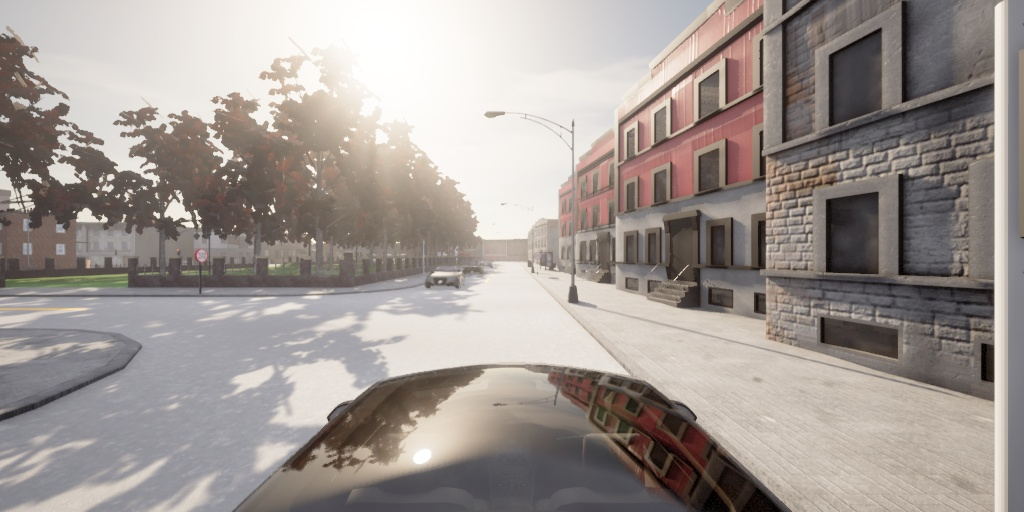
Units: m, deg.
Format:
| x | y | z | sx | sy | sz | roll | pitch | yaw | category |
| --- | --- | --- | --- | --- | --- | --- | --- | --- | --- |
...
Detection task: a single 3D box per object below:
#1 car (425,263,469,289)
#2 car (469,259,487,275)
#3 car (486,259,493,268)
| x | y | z | sx | sy | sz | roll | pitch | yaw | category |
| --- | --- | --- | --- | --- | --- | --- | --- | --- | --- |
| -4.154 | 1.313 | 22.761 | 1.994 | 1.385 | 4.181 | 0 | 0 | 0 | car |
| -4.196 | 1.350 | 39.775 | 1.895 | 1.301 | 4.718 | 0 | 0 | 0 | car |
| -4.188 | 1.240 | 59.232 | 2.128 | 1.511 | 4.902 | 0 | 0 | 0 | car |
